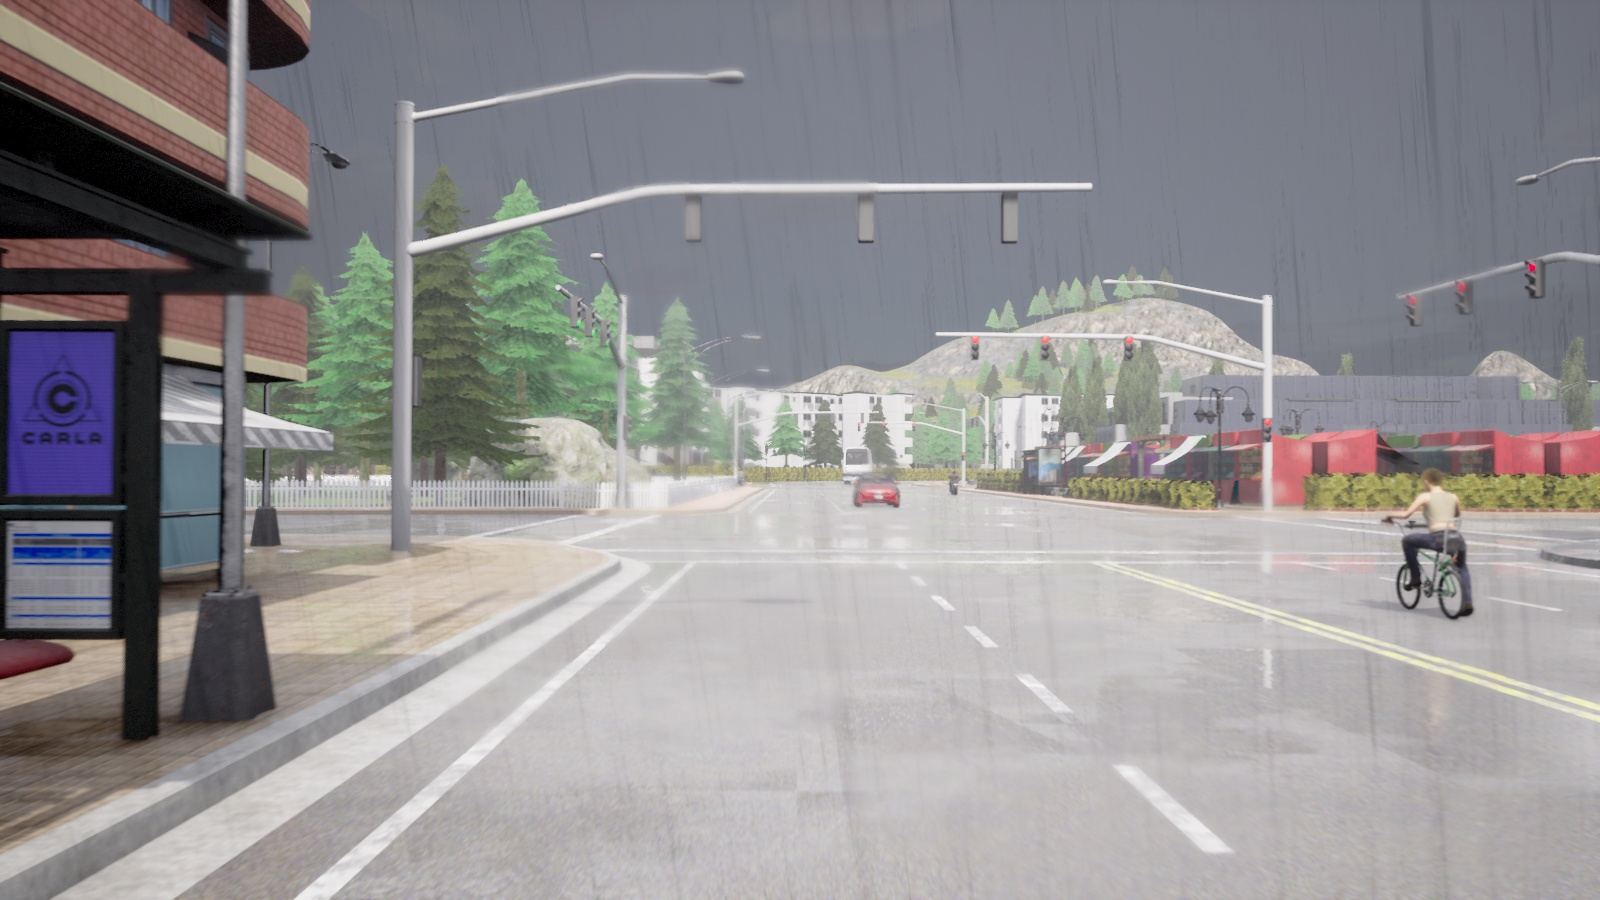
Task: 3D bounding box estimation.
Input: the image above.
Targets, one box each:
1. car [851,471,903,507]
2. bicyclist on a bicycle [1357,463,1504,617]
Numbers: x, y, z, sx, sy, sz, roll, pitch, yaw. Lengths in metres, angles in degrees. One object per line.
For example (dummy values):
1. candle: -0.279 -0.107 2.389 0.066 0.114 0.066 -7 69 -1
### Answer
1. car: 3.360 1.675 55.403 2.007 1.525 4.514 0 -1 0
2. bicyclist on a bicycle: 6.960 0.957 13.953 0.866 1.612 1.509 0 -1 0
